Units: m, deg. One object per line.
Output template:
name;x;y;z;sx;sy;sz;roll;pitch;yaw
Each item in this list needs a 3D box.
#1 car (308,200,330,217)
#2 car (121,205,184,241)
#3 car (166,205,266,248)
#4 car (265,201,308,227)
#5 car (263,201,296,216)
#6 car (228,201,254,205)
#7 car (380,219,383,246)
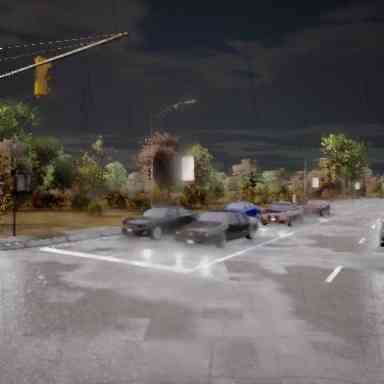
car;11.857;1.469;31.744;1.882;1.535;5.008;0;0;32
car;-1.496;1.468;17.174;1.882;1.535;5.008;0;0;32
car;1.348;1.541;15.122;2.033;1.411;5.357;0;0;32
car;6.266;1.556;22.901;1.994;1.385;4.181;0;0;33
car;8.956;1.589;33.706;1.895;1.301;4.718;0;0;32
car;3.553;1.467;25.167;1.882;1.535;5.008;0;0;32
car;9.348;1.546;14.501;2.033;1.411;5.357;0;0;33
